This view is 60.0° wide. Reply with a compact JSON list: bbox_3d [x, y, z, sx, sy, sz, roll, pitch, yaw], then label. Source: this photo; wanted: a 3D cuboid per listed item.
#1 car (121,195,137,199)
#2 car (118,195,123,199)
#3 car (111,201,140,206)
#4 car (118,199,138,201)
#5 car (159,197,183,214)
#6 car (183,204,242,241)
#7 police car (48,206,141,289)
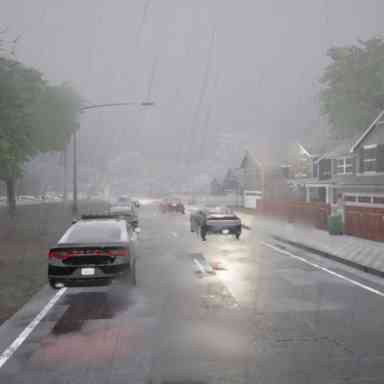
[{"bbox_3d":[-8.036,1.480,44.093,1.895,1.301,4.718,0,0,-14],"label":"car"},{"bbox_3d":[-12.460,1.283,60.979,1.882,1.535,5.008,0,0,-16],"label":"car"},{"bbox_3d":[-4.025,1.473,19.143,1.837,1.490,4.892,0,0,-10],"label":"car"},{"bbox_3d":[-5.081,1.475,25.061,1.812,1.442,4.674,0,0,-11],"label":"car"},{"bbox_3d":[-2.142,1.266,33.903,2.097,1.767,4.553,0,0,-12],"label":"car"},{"bbox_3d":[1.046,1.465,16.687,2.128,1.511,4.902,0,0,-9],"label":"car"},{"bbox_3d":[-2.492,1.416,9.354,1.930,1.638,5.238,0,0,-8],"label":"police car"}]
